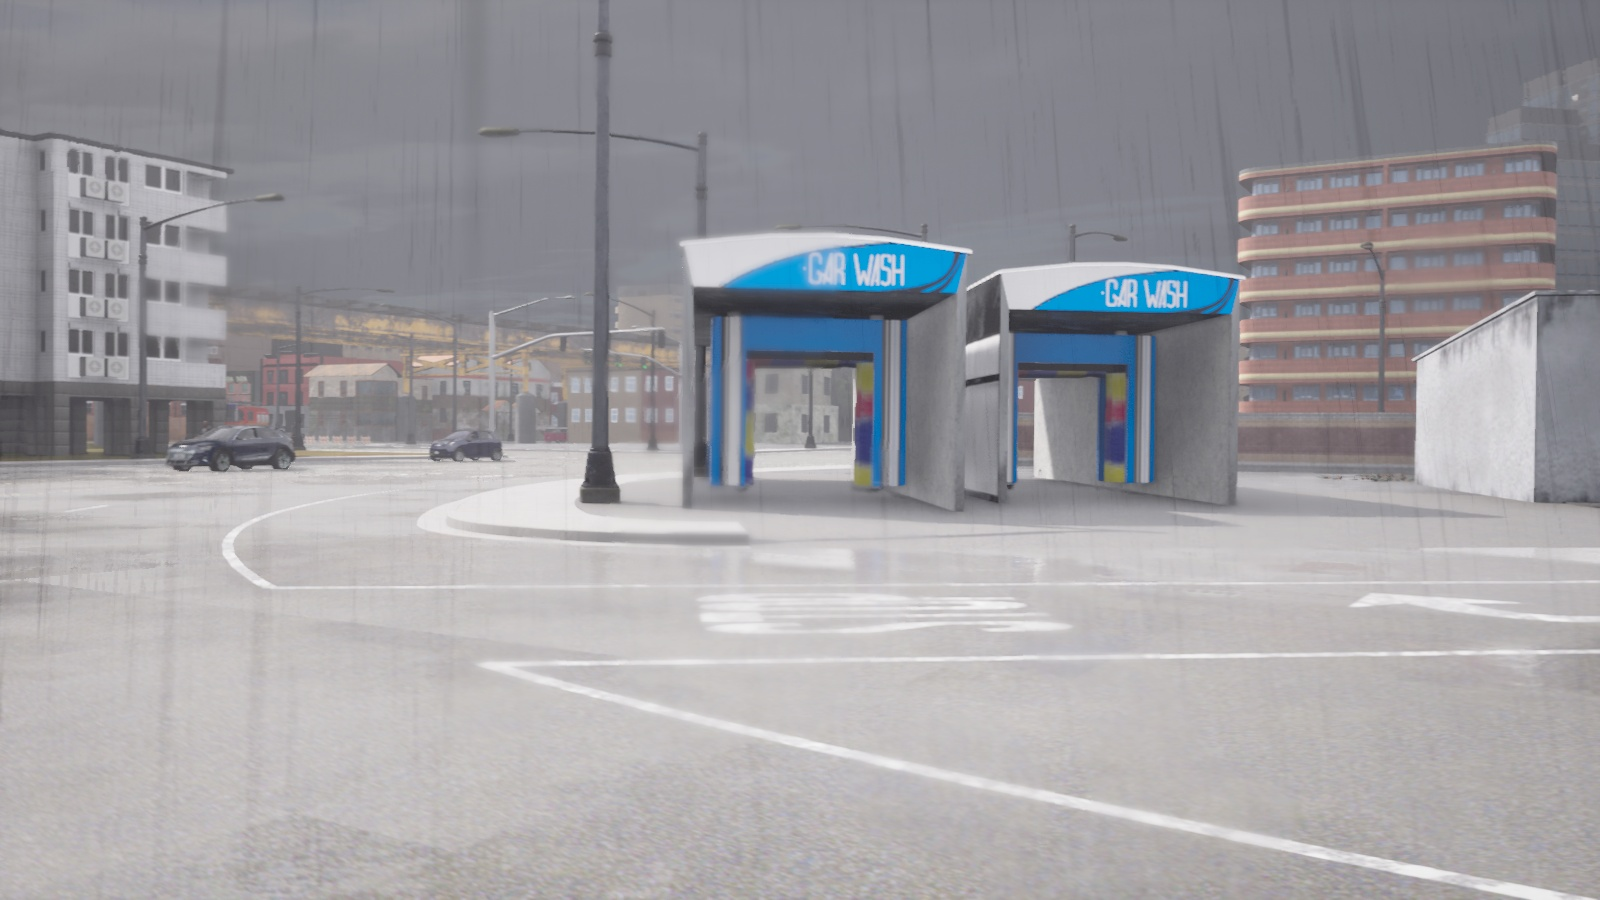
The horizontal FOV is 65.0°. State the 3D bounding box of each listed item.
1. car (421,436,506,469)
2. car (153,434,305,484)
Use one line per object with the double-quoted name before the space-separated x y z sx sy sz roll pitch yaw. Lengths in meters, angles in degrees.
"car" -16.034 0.115 59.932 1.845 1.501 3.633 0 1 30
"car" -19.809 0.269 43.844 2.033 1.649 4.856 0 1 19
